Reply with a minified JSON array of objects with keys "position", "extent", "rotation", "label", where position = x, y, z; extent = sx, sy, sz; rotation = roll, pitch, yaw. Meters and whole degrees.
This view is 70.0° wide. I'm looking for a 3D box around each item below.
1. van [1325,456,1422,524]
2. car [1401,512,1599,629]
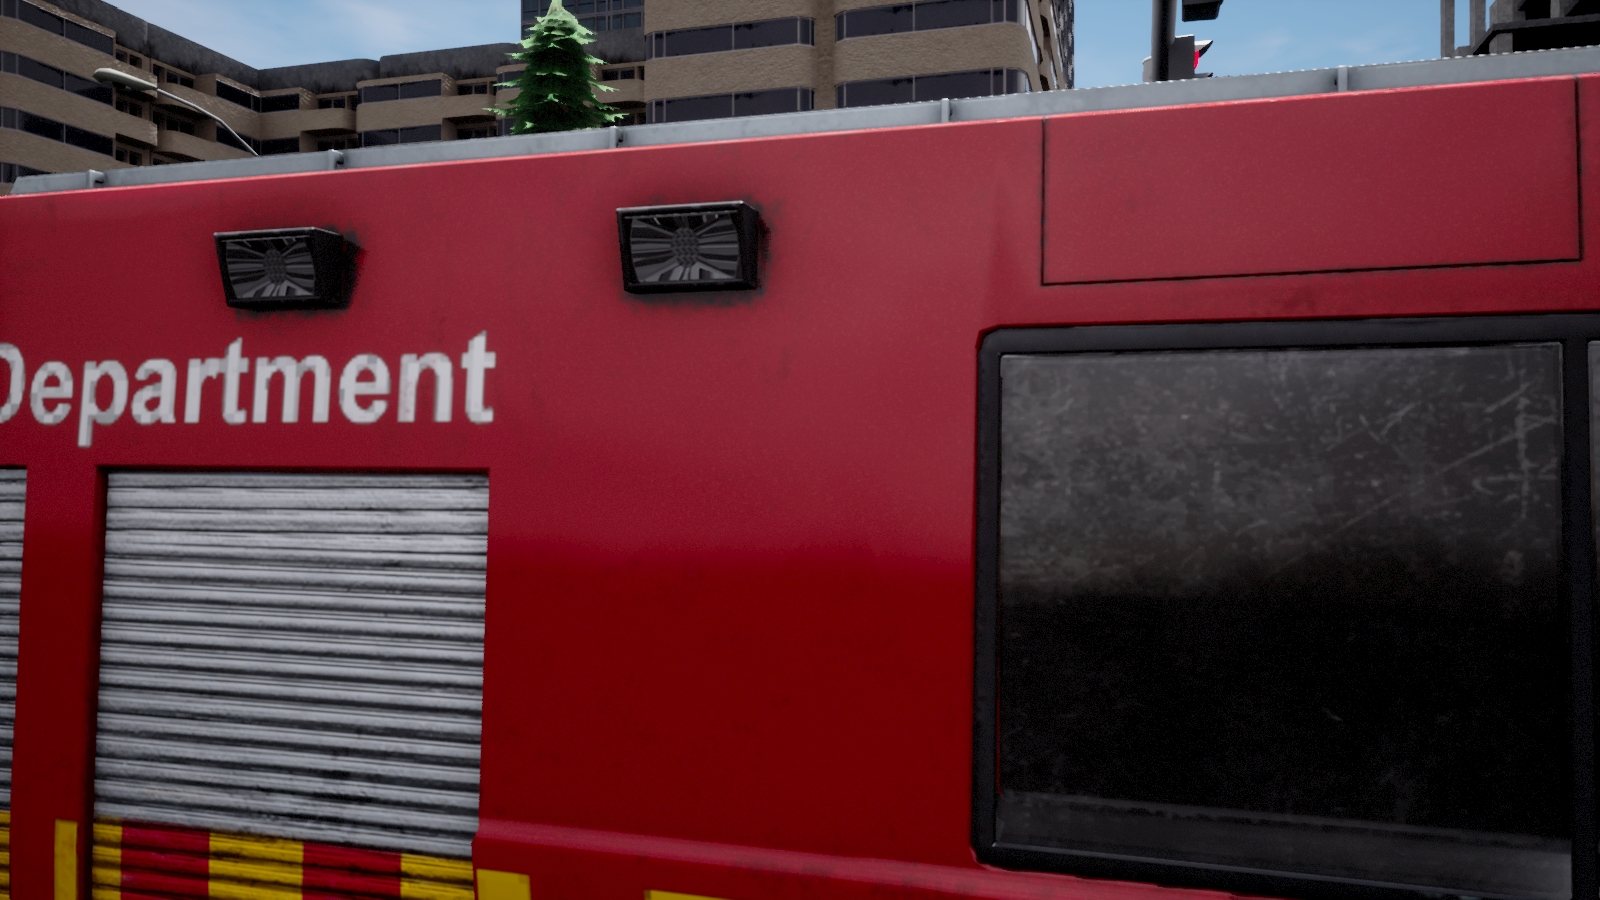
[{"position":[23.201,1.534,46.484],"extent":[1.988,2.561,5.915],"rotation":[0,0,11],"label":"van"},{"position":[12.484,2.037,20.491],"extent":[2.038,1.542,4.974],"rotation":[0,0,16],"label":"car"}]
